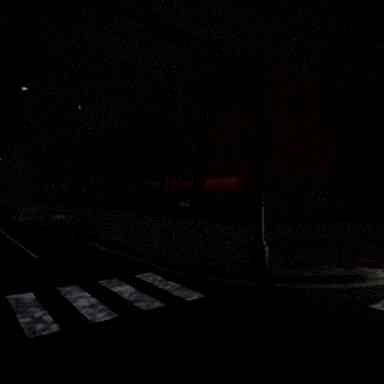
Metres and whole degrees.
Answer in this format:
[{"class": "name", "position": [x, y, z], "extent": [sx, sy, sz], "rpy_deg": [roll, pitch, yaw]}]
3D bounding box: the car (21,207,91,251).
[{"class": "car", "position": [-5.685, 1.514, 14.033], "extent": [1.887, 1.381, 4.507], "rpy_deg": [0, 0, -36]}]

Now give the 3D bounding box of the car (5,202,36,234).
[{"class": "car", "position": [-9.112, 1.485, 18.773], "extent": [1.752, 1.417, 4.829], "rpy_deg": [0, 0, -36]}]

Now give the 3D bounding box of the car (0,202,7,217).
[{"class": "car", "position": [-15.669, 1.516, 27.840], "extent": [1.947, 1.339, 4.313], "rpy_deg": [0, 0, -36]}]
